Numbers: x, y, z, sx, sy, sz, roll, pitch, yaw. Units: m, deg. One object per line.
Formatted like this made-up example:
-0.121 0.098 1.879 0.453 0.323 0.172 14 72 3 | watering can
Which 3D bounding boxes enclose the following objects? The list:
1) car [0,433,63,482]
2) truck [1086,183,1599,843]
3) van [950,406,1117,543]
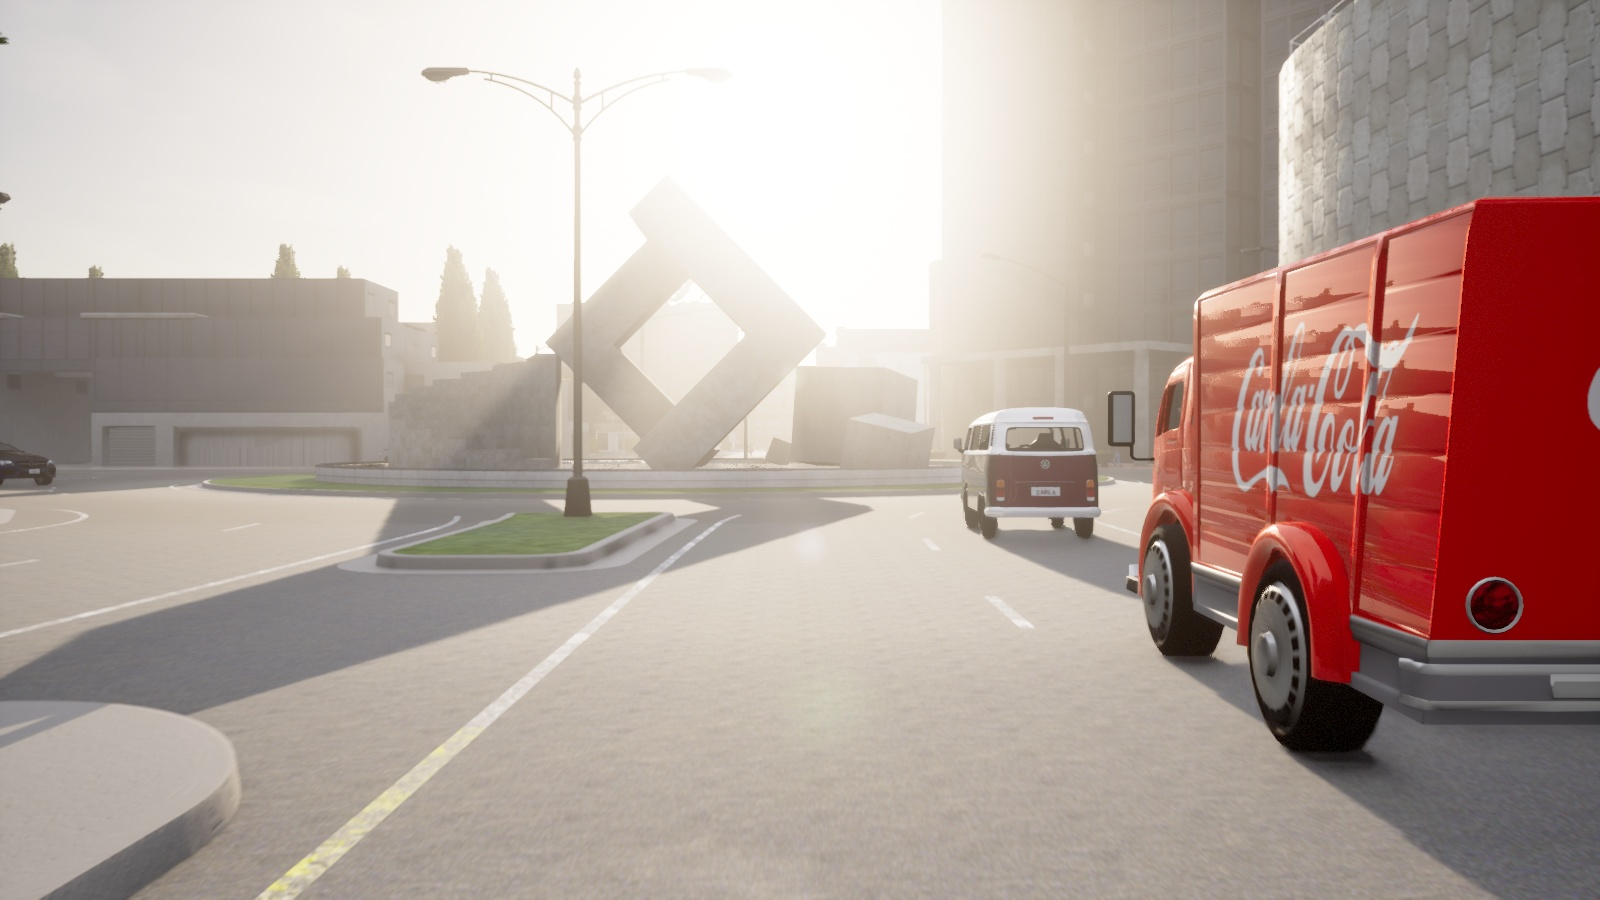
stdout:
-28.997 0.250 44.695 5.027 1.651 2.152 0 0 22 | car
3.557 0.222 7.292 2.627 2.467 5.204 0 0 0 | truck
3.748 0.355 20.962 2.069 2.038 4.480 0 0 2 | van
